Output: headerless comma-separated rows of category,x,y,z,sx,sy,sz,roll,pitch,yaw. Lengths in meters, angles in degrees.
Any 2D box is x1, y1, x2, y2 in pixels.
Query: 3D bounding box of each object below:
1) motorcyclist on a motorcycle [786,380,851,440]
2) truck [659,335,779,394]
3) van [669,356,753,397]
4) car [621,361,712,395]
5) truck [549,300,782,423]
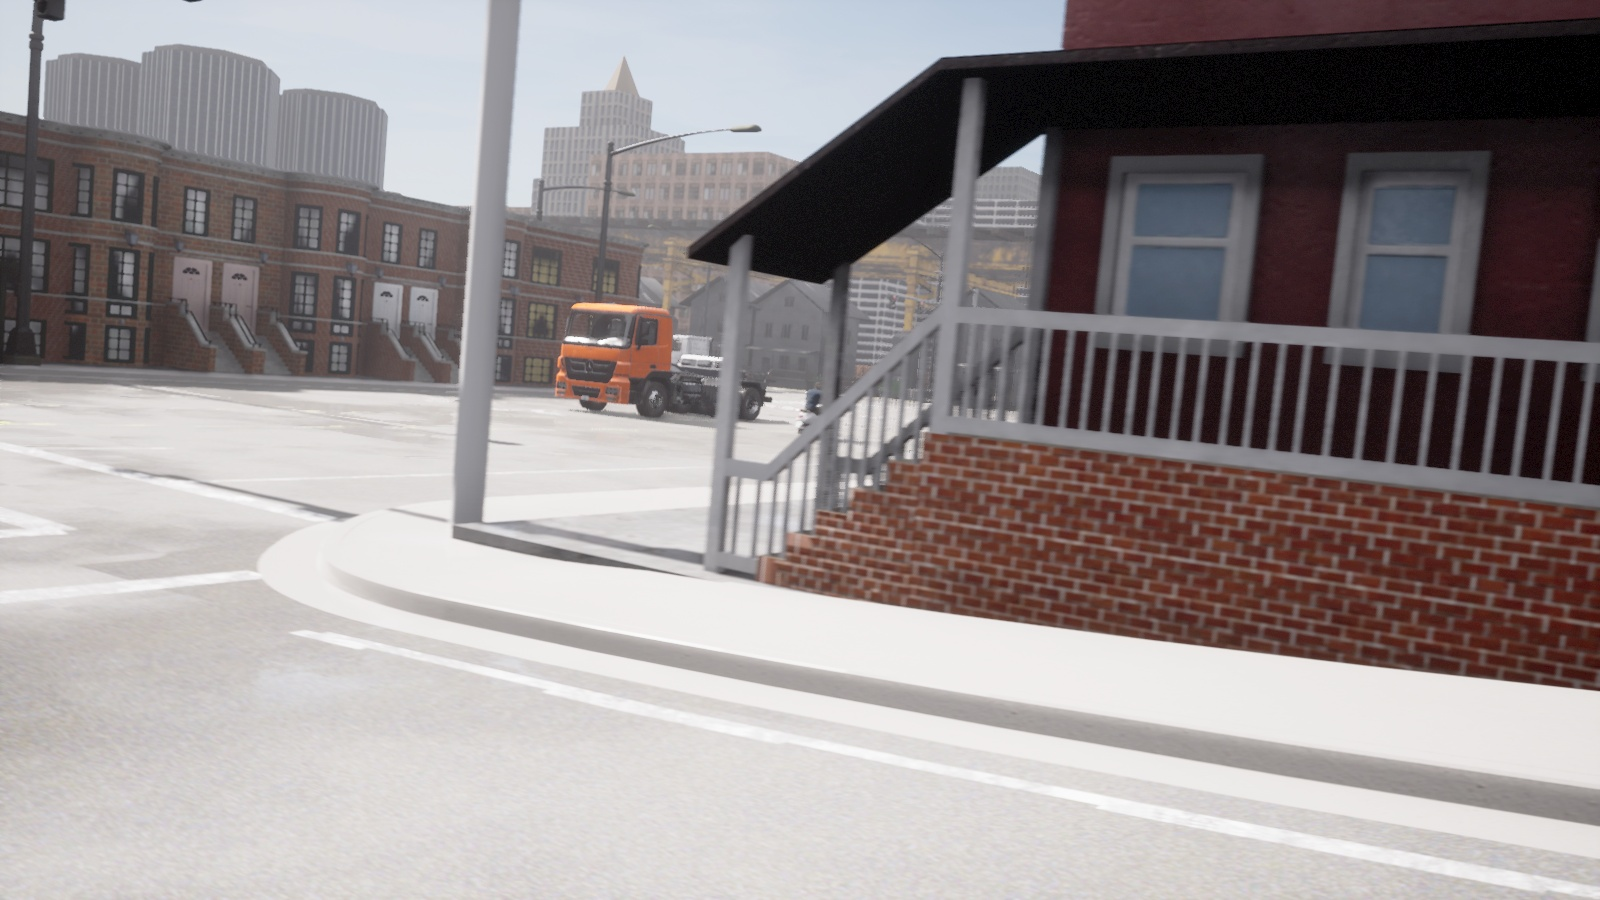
motorcyclist on a motorcycle,0.540,-1.115,35.432,0.866,1.590,1.817,7,5,34
truck,-5.660,-5.948,86.879,7.936,3.462,2.891,7,5,34
van,-5.275,-4.349,74.021,4.480,2.038,2.069,7,5,34
car,-7.603,-4.081,71.365,5.008,1.535,1.882,7,5,34
truck,-4.155,-2.748,40.776,2.891,3.462,7.936,7,5,34
